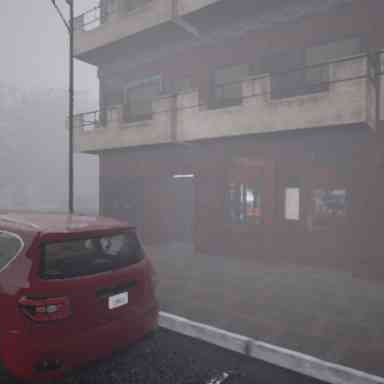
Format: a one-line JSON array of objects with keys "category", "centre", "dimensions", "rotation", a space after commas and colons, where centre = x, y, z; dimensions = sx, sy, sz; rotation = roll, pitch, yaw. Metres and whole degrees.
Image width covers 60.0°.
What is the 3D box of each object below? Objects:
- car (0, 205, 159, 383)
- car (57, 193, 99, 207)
[{"category": "car", "centre": [-2.748, 1.217, 5.020], "dimensions": [5.009, 1.841, 2.192], "rotation": [1, 0, 36]}, {"category": "car", "centre": [-12.125, 0.913, 36.059], "dimensions": [1.882, 1.535, 5.008], "rotation": [0, 0, 37]}]
